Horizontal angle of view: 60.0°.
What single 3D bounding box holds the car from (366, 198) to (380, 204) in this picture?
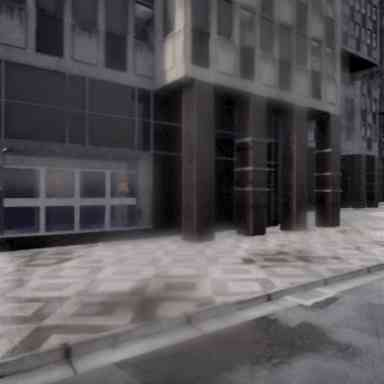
[{"bbox_3d":[32.156,1.680,61.077,1.802,1.307,4.206,0,0,-35],"label":"car"}]
